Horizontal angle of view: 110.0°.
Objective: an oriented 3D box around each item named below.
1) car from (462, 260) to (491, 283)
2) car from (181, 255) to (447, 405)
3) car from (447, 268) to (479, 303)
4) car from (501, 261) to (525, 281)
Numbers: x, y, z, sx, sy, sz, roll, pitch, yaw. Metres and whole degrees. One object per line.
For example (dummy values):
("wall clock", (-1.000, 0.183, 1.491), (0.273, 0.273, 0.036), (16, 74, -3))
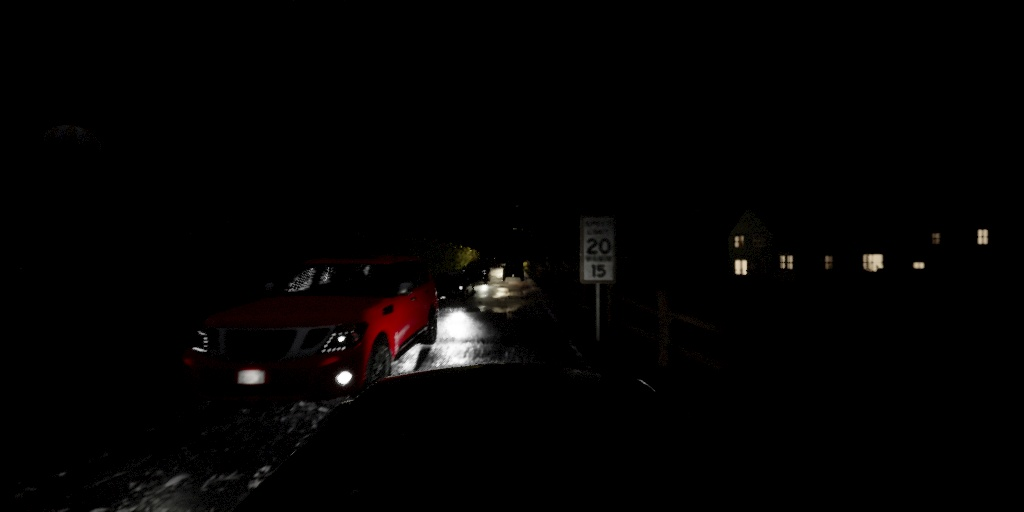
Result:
("car", (-2.845, 1.220, 28.783), (2.097, 1.767, 4.553), (0, 0, 1))
("car", (-2.852, 0.991, 6.689), (2.150, 2.045, 5.566), (0, 0, 0))
("car", (-2.848, 1.412, 17.049), (1.895, 1.301, 4.718), (0, 0, 0))
("car", (0.094, 1.391, 32.461), (1.837, 1.490, 4.892), (0, 0, 0))
